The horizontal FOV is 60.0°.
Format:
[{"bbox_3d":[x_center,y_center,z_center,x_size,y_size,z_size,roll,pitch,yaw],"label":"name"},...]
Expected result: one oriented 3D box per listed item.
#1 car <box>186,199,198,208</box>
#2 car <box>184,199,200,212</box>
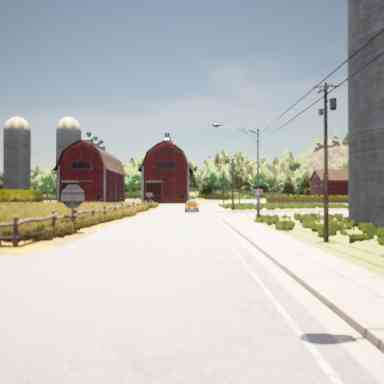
[{"bbox_3d":[-0.036,2.064,59.986,2.128,1.511,4.902,0,0,0],"label":"car"},{"bbox_3d":[-0.001,1.908,45.160,1.882,1.535,5.008,0,0,0],"label":"car"}]
